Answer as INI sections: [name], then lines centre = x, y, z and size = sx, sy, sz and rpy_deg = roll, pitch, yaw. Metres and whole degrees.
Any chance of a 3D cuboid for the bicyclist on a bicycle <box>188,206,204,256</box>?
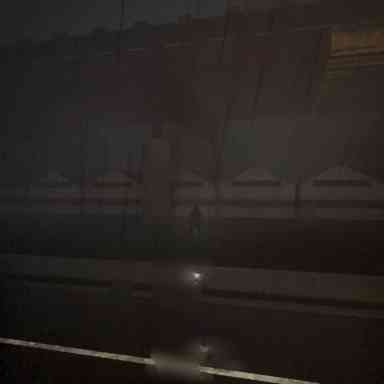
[bicyclist on a bicycle]
centre = 0.106, 1.302, 11.425
size = 0.582, 1.620, 1.656
rpy_deg = 0, 2, -11
